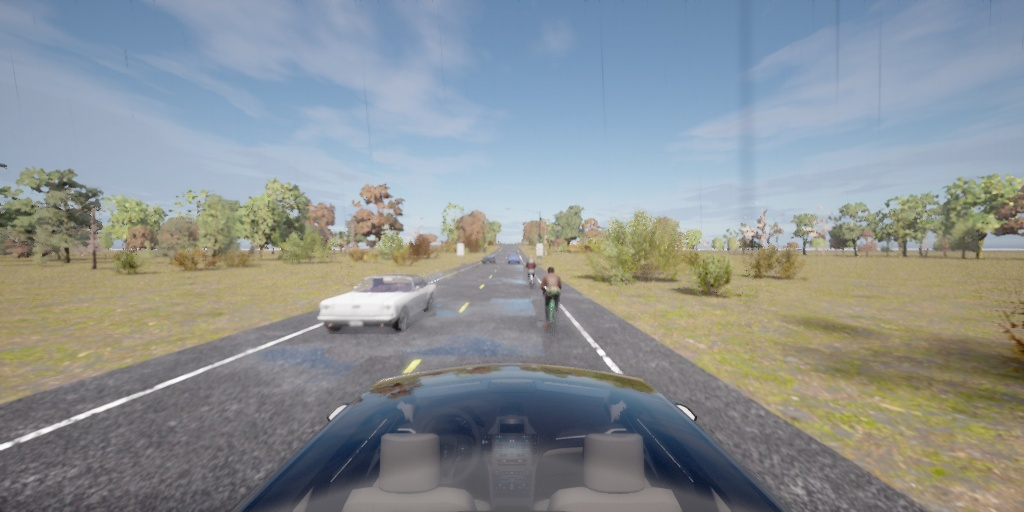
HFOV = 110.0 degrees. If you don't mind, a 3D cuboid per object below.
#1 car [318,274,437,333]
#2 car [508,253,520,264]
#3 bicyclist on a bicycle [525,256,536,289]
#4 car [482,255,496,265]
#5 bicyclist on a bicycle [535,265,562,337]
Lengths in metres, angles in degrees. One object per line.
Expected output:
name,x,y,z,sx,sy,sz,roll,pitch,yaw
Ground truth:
car,-3.570,1.220,10.436,1.895,1.301,4.718,0,1,0
car,0.301,0.470,57.206,2.033,1.411,5.357,0,1,0
bicyclist on a bicycle,1.026,0.857,19.394,0.659,1.776,1.843,0,1,0
car,-3.376,0.545,53.249,1.994,1.385,4.181,0,1,1
bicyclist on a bicycle,0.987,1.096,8.906,0.582,1.620,1.656,0,0,0
